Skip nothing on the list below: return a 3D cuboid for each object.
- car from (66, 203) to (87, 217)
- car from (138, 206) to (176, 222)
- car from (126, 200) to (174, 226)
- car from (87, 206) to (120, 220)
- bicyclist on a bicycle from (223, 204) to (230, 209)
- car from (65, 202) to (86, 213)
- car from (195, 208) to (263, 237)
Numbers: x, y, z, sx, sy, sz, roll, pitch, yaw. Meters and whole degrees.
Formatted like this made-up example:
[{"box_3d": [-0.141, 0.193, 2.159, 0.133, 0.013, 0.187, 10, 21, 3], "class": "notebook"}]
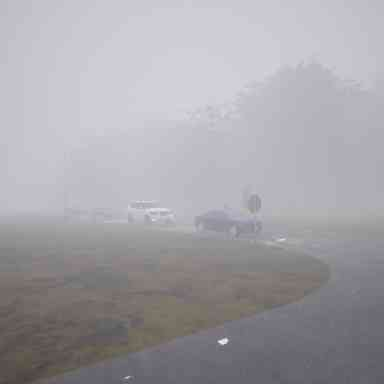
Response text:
[{"box_3d": [-15.674, 2.521, 45.584, 1.882, 1.535, 5.008, -1, -1, -36], "class": "car"}, {"box_3d": [-3.559, 2.151, 33.568, 1.994, 1.385, 4.181, -1, -1, -35], "class": "car"}, {"box_3d": [-3.784, 1.760, 28.812, 2.150, 2.045, 5.566, -1, -1, -35], "class": "car"}, {"box_3d": [-9.750, 2.294, 37.190, 1.837, 1.490, 4.892, -1, -1, -36], "class": "car"}, {"box_3d": [3.021, 1.852, 29.563, 1.656, 1.620, 0.582, 0, -1, -36], "class": "bicyclist on a bicycle"}, {"box_3d": [-19.723, 2.639, 56.221, 2.097, 1.767, 4.553, -1, -1, -36], "class": "car"}, {"box_3d": [2.143, 1.782, 20.480, 1.882, 1.535, 5.008, -1, -1, -35], "class": "car"}]
